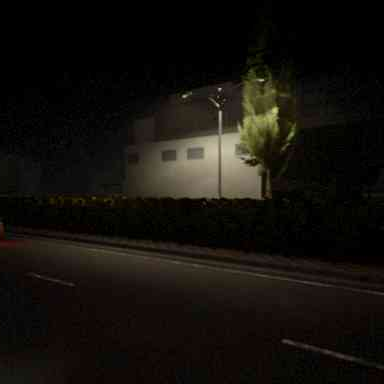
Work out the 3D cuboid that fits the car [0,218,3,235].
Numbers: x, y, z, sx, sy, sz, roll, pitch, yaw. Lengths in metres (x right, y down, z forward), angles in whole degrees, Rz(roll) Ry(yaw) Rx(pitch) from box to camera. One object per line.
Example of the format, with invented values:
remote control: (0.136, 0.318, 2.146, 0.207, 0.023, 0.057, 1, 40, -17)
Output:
car: (-11.169, 1.517, 16.248, 5.008, 1.535, 1.882, 0, 0, 36)
